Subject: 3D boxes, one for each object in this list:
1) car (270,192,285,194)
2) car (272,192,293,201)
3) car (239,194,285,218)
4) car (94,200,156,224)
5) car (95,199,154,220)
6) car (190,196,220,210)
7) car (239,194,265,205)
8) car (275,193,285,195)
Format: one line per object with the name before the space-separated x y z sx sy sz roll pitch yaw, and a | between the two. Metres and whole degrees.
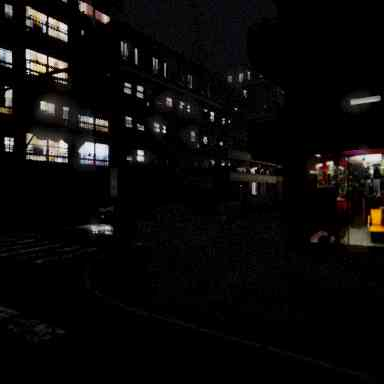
car | 10.708 0.858 43.300 2.033 1.411 5.357 0 1 36
car | 14.558 0.721 53.307 1.947 1.339 4.313 1 1 35
car | 5.149 1.119 25.265 1.887 1.381 4.507 1 1 35
car | -4.339 1.293 22.000 1.994 1.385 4.181 0 1 35
car | -5.106 1.266 25.612 1.947 1.339 4.313 1 1 35
car | 1.519 1.083 34.798 1.947 1.339 4.313 1 1 35
car | 8.038 0.918 44.050 1.802 1.307 4.206 1 1 35
car | 8.350 1.066 29.935 1.802 1.307 4.206 1 1 35
